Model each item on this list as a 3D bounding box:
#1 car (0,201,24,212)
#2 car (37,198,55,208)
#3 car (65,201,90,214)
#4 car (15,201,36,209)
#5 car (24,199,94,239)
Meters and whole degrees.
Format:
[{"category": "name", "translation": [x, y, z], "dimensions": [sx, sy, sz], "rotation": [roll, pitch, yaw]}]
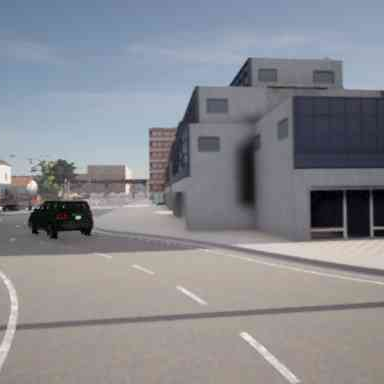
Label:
[{"category": "car", "translation": [-27.961, 2.307, 52.770], "dimensions": [2.033, 1.411, 5.357], "rotation": [-1, 0, -6]}, {"category": "car", "translation": [-29.735, 2.245, 67.927], "dimensions": [2.097, 1.767, 4.553], "rotation": [-1, 0, -7]}, {"category": "car", "translation": [-15.143, 2.011, 44.190], "dimensions": [2.128, 1.511, 4.902], "rotation": [-1, 0, -8]}, {"category": "car", "translation": [-33.048, 2.464, 66.172], "dimensions": [2.033, 1.411, 5.357], "rotation": [-1, 0, -7]}, {"category": "car", "translation": [-7.664, 1.464, 19.321], "dimensions": [2.150, 2.045, 5.566], "rotation": [-1, 0, -41]}]
